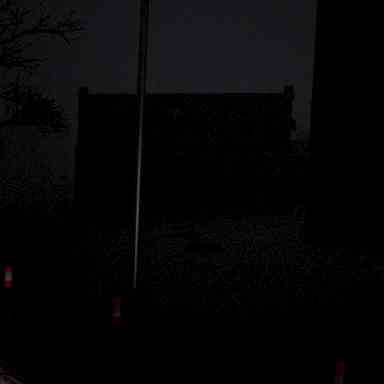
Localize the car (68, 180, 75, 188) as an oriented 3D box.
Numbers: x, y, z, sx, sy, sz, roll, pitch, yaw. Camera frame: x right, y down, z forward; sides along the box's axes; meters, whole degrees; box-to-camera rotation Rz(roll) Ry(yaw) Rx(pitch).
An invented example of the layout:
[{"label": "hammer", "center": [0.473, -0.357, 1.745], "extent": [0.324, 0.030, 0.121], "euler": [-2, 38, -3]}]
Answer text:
[{"label": "car", "center": [-26.703, -1.505, 68.064], "extent": [4.674, 1.452, 2.002], "euler": [3, 3, 20]}]

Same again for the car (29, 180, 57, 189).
[{"label": "car", "center": [-28.579, -1.531, 62.871], "extent": [4.553, 1.767, 2.185], "euler": [3, 3, 20]}]

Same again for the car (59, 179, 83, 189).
[{"label": "car", "center": [-25.715, -1.739, 70.633], "extent": [4.553, 1.767, 2.185], "euler": [3, 3, 20]}]

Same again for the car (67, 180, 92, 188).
[{"label": "car", "center": [-24.800, -1.688, 73.242], "extent": [4.892, 1.521, 2.231], "euler": [3, 3, 20]}]

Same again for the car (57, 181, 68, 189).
[{"label": "car", "center": [-27.663, -1.474, 65.480], "extent": [5.008, 1.535, 2.097], "euler": [3, 2, 20]}]
